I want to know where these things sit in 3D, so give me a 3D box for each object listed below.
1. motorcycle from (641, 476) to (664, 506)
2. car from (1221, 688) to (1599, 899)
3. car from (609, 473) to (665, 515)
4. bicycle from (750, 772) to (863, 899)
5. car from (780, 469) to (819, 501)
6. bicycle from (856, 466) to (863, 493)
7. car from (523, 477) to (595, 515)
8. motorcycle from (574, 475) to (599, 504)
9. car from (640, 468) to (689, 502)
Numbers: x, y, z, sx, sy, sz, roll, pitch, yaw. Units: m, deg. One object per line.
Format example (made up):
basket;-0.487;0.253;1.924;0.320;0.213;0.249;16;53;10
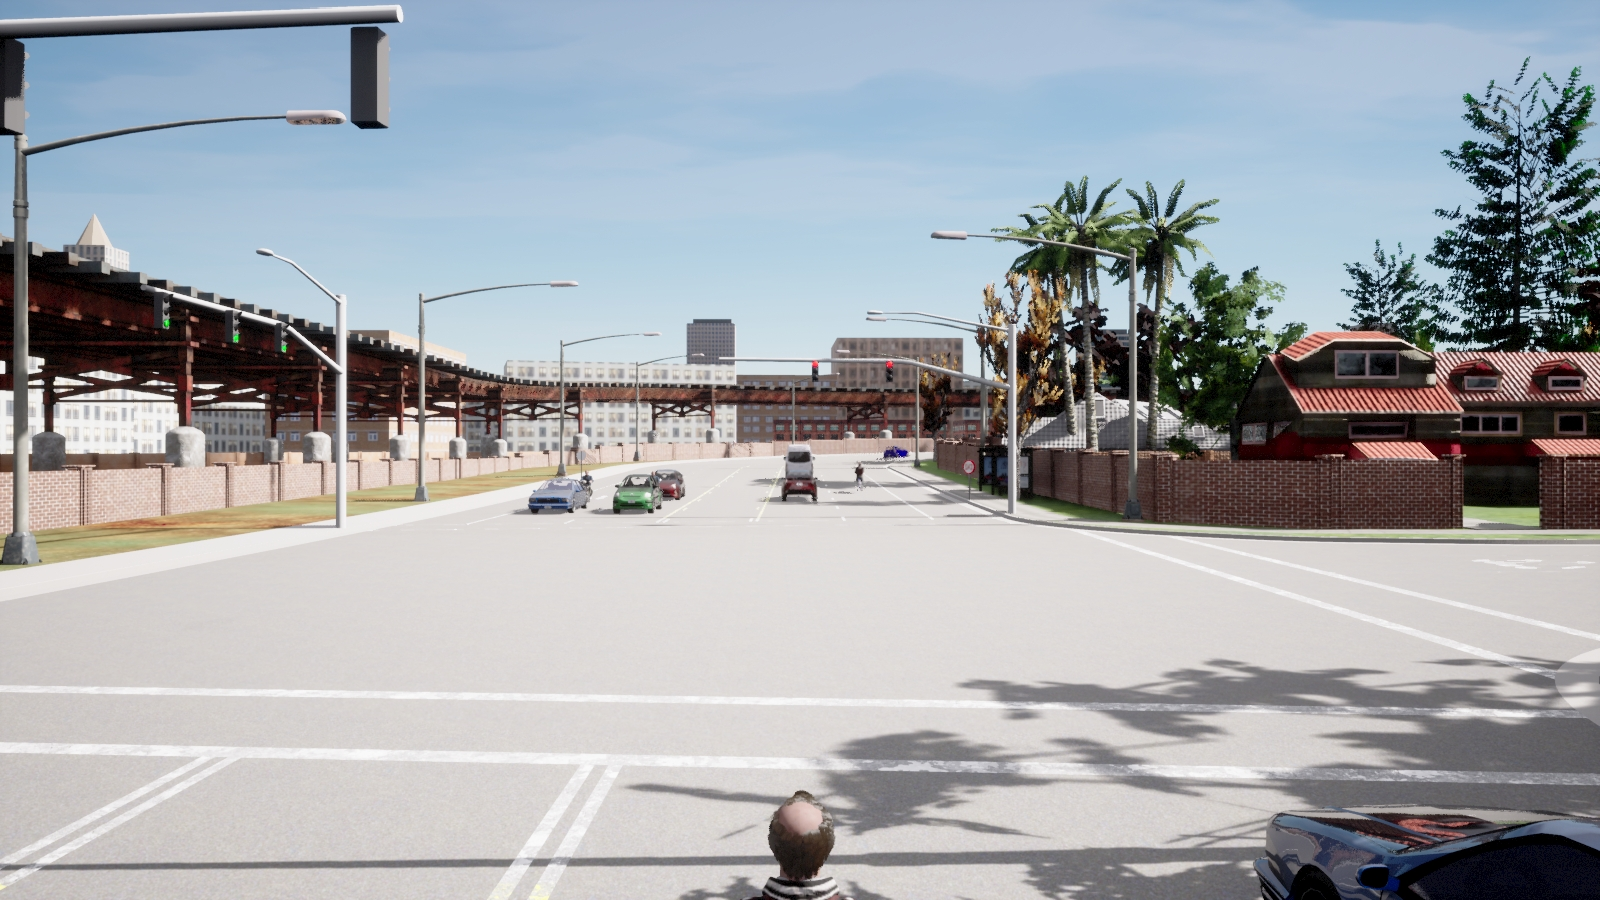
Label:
motorcycle;-7.053;1.947;54.746;0.856;1.341;1.805;0;1;0
car;3.467;2.106;4.038;2.033;1.411;5.357;0;0;1
car;-7.031;1.877;49.699;1.851;1.617;3.988;0;1;0
bicycle;0.019;2.048;3.681;0.329;1.496;1.835;0;0;0
car;-0.035;1.799;59.944;2.007;1.525;4.514;0;1;0
bicycle;3.475;1.708;66.484;0.329;1.496;1.835;0;1;0
car;-10.533;1.979;50.381;2.033;1.411;5.357;0;1;0
motorcycle;-10.476;1.934;56.002;0.856;1.341;1.805;0;1;1
car;-7.040;1.799;59.634;2.007;1.525;4.514;0;1;0
